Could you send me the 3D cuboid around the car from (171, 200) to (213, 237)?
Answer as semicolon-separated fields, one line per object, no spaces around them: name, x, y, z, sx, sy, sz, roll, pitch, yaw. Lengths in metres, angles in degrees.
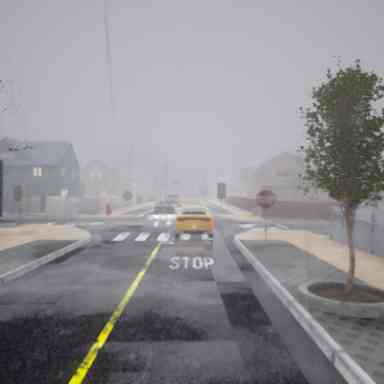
car;0.103;1.451;17.891;1.882;1.535;5.008;1;0;0

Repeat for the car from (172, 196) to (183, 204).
car;-2.753;1.574;65.691;1.994;1.385;4.181;0;0;0

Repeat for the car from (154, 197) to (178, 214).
car;-2.842;1.536;34.816;1.994;1.385;4.181;0;0;-1

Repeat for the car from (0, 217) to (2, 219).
car;-14.626;1.130;20.899;5.008;1.535;1.882;1;-1;0

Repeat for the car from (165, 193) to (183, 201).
car;-2.802;1.206;49.957;2.150;2.045;5.566;0;0;1

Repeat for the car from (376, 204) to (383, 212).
car;13.138;1.674;23.841;4.553;1.767;2.097;1;-1;0
